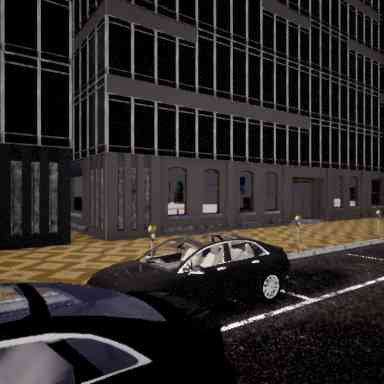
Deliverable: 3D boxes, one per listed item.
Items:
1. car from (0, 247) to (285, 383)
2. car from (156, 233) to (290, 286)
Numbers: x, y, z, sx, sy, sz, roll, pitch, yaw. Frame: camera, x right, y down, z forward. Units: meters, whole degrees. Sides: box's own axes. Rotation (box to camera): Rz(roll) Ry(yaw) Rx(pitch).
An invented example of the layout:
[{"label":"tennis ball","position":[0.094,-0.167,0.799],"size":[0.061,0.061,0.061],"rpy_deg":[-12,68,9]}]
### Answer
[{"label":"car","position":[-1.910,1.491,2.015],"size":[4.902,1.511,2.128],"rpy_deg":[0,0,-35]},{"label":"car","position":[0.113,1.551,6.639],"size":[4.403,1.369,2.008],"rpy_deg":[0,0,-35]}]
